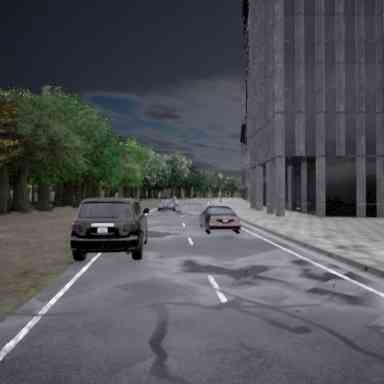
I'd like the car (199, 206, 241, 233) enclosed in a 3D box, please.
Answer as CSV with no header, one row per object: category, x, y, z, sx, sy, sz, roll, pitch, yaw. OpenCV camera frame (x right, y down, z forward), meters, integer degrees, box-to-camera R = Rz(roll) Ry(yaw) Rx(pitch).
car,1.514,1.514,19.277,2.033,1.411,5.357,0,0,-4

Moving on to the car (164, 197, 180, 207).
car,-2.891,1.437,48.249,1.895,1.301,4.718,0,0,2

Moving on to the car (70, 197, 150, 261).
car,-2.839,1.210,12.392,2.150,2.045,5.566,0,0,-5

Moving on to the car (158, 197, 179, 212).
car,-2.753,1.440,37.606,2.033,1.411,5.357,0,0,0
